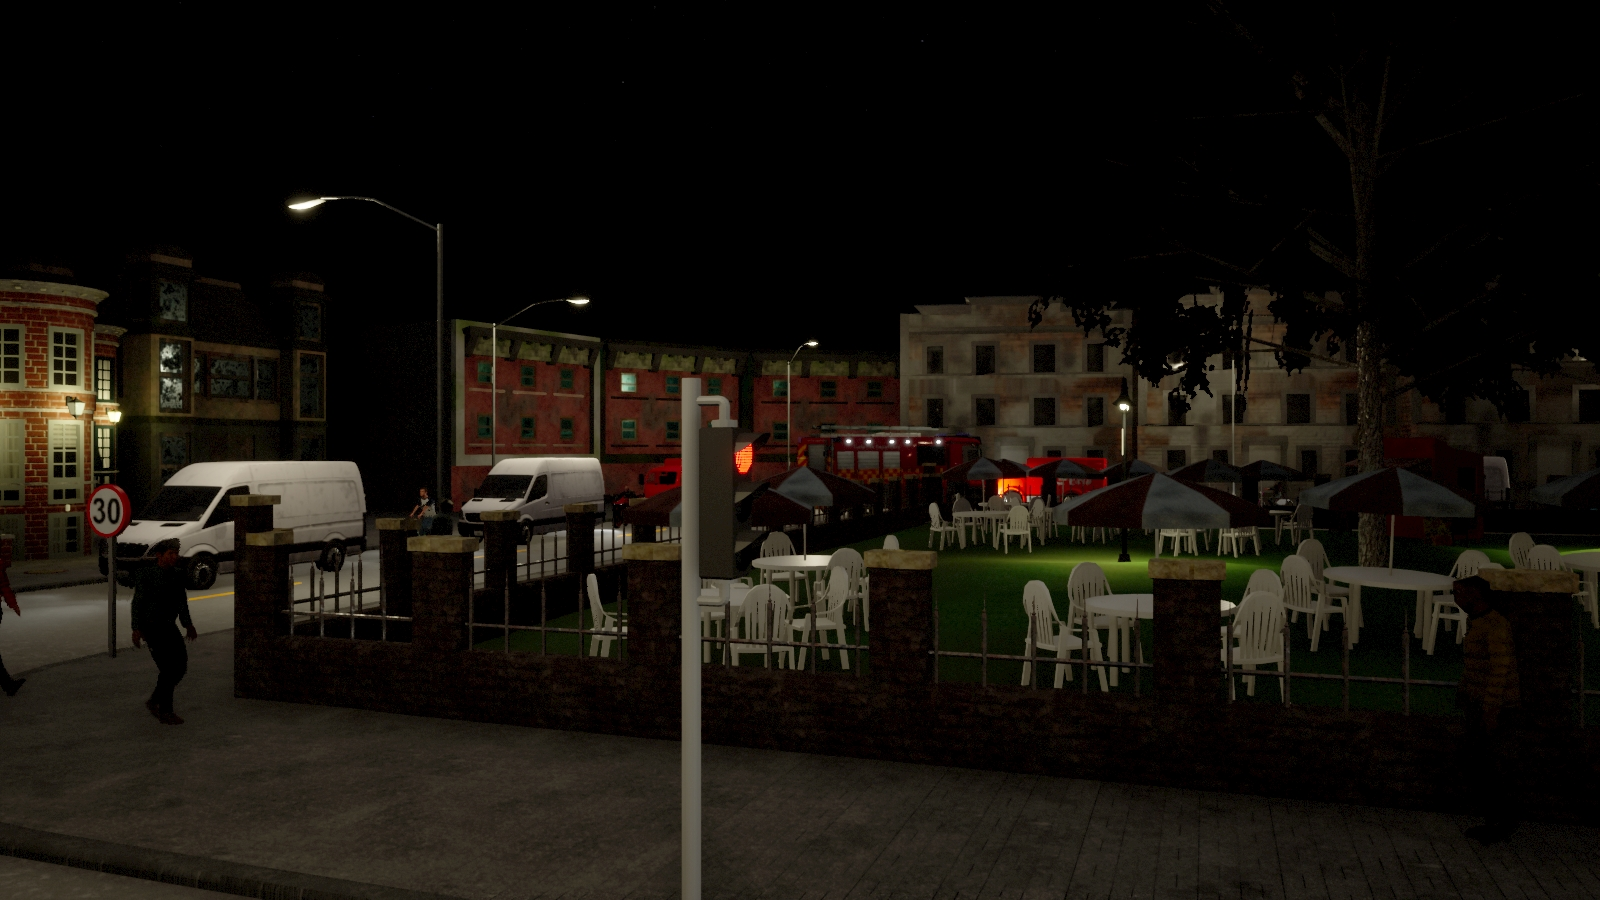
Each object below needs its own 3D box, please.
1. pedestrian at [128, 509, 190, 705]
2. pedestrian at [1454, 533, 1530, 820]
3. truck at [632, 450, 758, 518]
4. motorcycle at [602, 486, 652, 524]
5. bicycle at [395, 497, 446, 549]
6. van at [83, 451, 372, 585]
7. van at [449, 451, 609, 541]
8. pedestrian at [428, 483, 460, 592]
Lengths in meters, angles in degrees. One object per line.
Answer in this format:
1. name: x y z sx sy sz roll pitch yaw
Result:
1. pedestrian: -6.273 1.518 11.182 0.375 1.860 0.375 0 0 18
2. pedestrian: 4.708 1.516 7.787 0.375 1.860 0.375 0 0 19
3. truck: -4.235 1.324 46.927 2.627 2.467 5.204 0 2 29
4. motorcycle: -6.279 1.985 41.598 0.867 1.251 2.209 0 0 20
5. bicycle: -10.162 1.936 30.641 0.373 1.296 1.643 0 0 20
6. van: -12.195 1.315 24.967 1.988 2.561 5.915 0 0 20
7. van: -8.336 1.314 35.864 1.988 2.561 5.915 0 0 20
8. pedestrian: -6.199 1.518 19.906 0.375 1.860 0.375 0 0 29
